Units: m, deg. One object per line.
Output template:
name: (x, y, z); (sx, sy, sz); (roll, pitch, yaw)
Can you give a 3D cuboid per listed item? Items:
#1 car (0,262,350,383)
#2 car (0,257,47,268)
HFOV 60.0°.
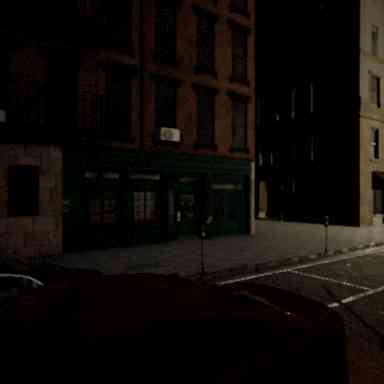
car: (-0.847, 1.479, 2.453); (5.008, 1.535, 1.882); (0, 0, -36)
car: (-3.161, 1.550, 3.935); (4.403, 1.369, 2.008); (0, 0, -35)
